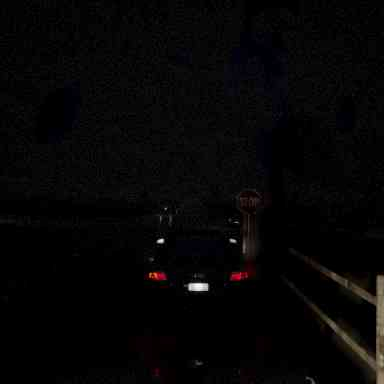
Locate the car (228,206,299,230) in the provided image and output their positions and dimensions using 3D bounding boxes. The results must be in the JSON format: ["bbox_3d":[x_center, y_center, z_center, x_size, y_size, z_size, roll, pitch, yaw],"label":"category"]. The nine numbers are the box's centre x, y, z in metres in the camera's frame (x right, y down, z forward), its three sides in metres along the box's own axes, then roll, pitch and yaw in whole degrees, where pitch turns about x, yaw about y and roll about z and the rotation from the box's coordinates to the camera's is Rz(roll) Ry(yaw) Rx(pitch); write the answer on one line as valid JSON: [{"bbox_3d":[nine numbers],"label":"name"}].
[{"bbox_3d":[4.857,1.747,22.652,4.892,1.490,1.837,3,-1,-16],"label":"car"}]

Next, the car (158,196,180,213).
[{"bbox_3d":[-2.763,1.518,37.446,2.128,1.511,4.902,0,0,0],"label":"car"}]

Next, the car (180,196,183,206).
[{"bbox_3d":[-2.734,1.600,47.441,1.994,1.385,4.181,0,0,0],"label":"car"}]

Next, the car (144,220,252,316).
[{"bbox_3d":[0.112,1.567,7.595,1.994,1.385,4.181,0,0,0],"label":"car"}]

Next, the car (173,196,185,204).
[{"bbox_3d":[-2.612,1.619,68.234,2.033,1.411,5.357,0,0,1],"label":"car"}]
